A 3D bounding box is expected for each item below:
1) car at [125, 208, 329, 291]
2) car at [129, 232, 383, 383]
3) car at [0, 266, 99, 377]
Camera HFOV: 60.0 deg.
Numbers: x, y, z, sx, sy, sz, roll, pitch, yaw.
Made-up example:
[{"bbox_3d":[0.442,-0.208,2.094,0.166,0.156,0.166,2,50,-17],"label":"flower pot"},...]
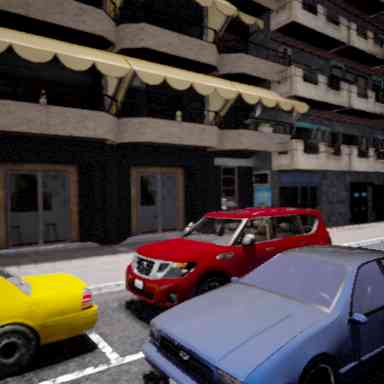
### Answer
[{"bbox_3d":[1.103,1.311,7.366,5.009,1.841,2.192,0,-1,-35],"label":"car"},{"bbox_3d":[2.023,1.544,4.820,5.357,1.411,2.033,0,0,-35],"label":"car"},{"bbox_3d":[-3.646,1.526,3.976,4.829,1.417,1.752,0,-1,-35],"label":"car"}]
